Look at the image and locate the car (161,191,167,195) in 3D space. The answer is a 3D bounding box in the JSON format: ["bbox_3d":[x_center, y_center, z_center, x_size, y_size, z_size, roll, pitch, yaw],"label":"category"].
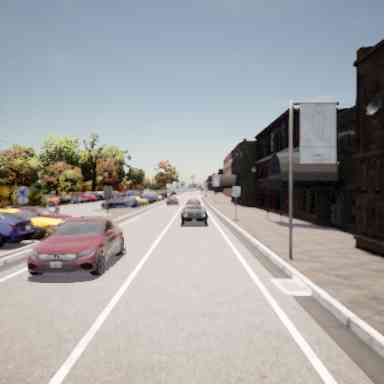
[{"bbox_3d":[-8.966,1.199,76.875,5.008,1.535,2.097,0,1,1],"label":"car"}]

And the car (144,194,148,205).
[{"bbox_3d":[-9.229,1.396,48.598,4.674,1.452,2.002,0,0,1],"label":"car"}]

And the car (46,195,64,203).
[{"bbox_3d":[-21.774,1.230,48.676,4.553,1.767,2.185,0,0,1],"label":"car"}]

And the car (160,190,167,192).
[{"bbox_3d":[-8.977,1.021,79.698,4.553,1.767,2.185,0,1,1],"label":"car"}]

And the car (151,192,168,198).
[{"bbox_3d":[-8.876,0.808,90.998,4.553,1.767,2.185,0,1,1],"label":"car"}]

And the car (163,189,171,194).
[{"bbox_3d":[-8.924,0.789,85.345,5.566,2.045,2.435,0,1,1],"label":"car"}]

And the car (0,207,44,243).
[{"bbox_3d":[-9.298,1.566,14.187,4.792,1.488,2.163,0,0,0],"label":"car"}]

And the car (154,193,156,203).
[{"bbox_3d":[-9.155,1.346,57.075,5.008,1.535,2.097,0,0,1],"label":"car"}]

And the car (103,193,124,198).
[{"bbox_3d":[-21.419,0.937,90.923,5.008,1.535,2.097,0,1,1],"label":"car"}]

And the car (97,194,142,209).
[{"bbox_3d":[-9.306,1.392,42.947,4.792,1.488,2.163,0,0,1],"label":"car"}]

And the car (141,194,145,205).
[{"bbox_3d":[-9.254,1.399,45.773,4.674,1.452,2.002,0,0,1],"label":"car"}]

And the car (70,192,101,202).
[{"bbox_3d":[-21.622,1.085,65.493,5.566,2.045,2.435,0,0,1],"label":"car"}]

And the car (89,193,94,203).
[{"bbox_3d":[-21.647,1.369,62.670,4.792,1.488,2.163,0,0,1],"label":"car"}]

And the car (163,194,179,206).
[{"bbox_3d":[-3.135,1.476,54.464,1.994,1.385,4.181,0,0,1],"label":"car"}]

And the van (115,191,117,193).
[{"bbox_3d":[-21.608,0.869,82.575,4.442,1.987,1.878,0,1,1],"label":"van"}]

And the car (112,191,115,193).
[{"bbox_3d":[-21.487,1.024,79.629,4.553,1.767,2.185,0,1,1],"label":"car"}]

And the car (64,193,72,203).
[{"bbox_3d":[-21.776,1.352,51.376,5.008,1.535,2.097,0,0,1],"label":"car"}]

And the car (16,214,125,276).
[{"bbox_3d":[-3.320,1.527,10.447,1.812,1.442,4.674,0,0,0],"label":"car"}]

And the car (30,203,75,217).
[{"bbox_3d":[-9.066,1.536,16.968,5.366,1.575,1.946,0,0,0],"label":"car"}]

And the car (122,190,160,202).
[{"bbox_3d":[-9.096,1.091,59.901,5.566,2.045,2.435,0,0,1],"label":"car"}]

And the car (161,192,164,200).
[{"bbox_3d":[-9.025,1.341,71.216,4.674,1.452,2.002,0,1,1],"label":"car"}]

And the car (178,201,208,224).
[{"bbox_3d":[0.171,1.601,24.521,1.895,1.301,4.718,0,0,0],"label":"car"}]

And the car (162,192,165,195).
[{"bbox_3d":[-8.994,1.293,74.051,4.674,1.452,2.002,0,1,1],"label":"car"}]

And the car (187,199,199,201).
[{"bbox_3d":[0.220,1.535,41.595,1.994,1.385,4.181,0,0,0],"label":"car"}]

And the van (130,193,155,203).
[{"bbox_3d":[-9.216,1.113,62.727,4.442,1.987,1.878,0,0,1],"label":"van"}]

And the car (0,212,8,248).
[{"bbox_3d":[-9.290,1.575,11.403,4.674,1.452,2.002,0,0,0],"label":"car"}]

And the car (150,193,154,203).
[{"bbox_3d":[-9.170,1.349,54.250,5.008,1.535,2.097,0,0,1],"label":"car"}]

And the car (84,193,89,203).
[{"bbox_3d":[-21.673,1.372,59.846,4.792,1.488,2.163,0,0,1],"label":"car"}]

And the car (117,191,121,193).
[{"bbox_3d":[-21.471,1.042,85.402,4.892,1.521,2.231,0,1,1],"label":"car"}]

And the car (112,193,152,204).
[{"bbox_3d":[-9.386,1.349,51.426,5.366,1.575,1.946,0,0,1],"label":"car"}]

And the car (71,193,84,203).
[{"bbox_3d":[-21.734,1.347,57.148,4.892,1.521,2.231,0,0,1],"label":"car"}]

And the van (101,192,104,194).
[{"bbox_3d":[-21.451,1.028,74.103,4.442,1.987,1.878,0,1,1],"label":"van"}]
